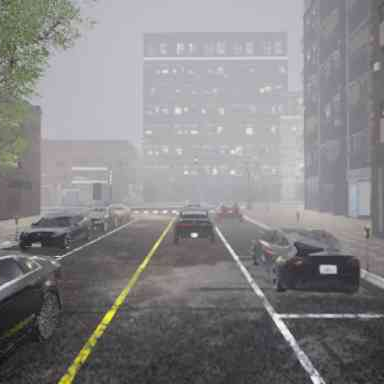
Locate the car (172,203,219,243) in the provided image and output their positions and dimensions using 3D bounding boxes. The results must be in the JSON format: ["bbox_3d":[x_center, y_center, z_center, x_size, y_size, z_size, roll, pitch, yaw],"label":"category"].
[{"bbox_3d":[0.102,1.510,16.050,1.837,1.490,4.892,0,0,0],"label":"car"}]

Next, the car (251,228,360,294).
[{"bbox_3d":[2.704,1.568,8.673,1.947,1.339,4.313,1,0,0],"label":"car"}]

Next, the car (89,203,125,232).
[{"bbox_3d":[-5.641,1.557,19.989,2.008,1.369,4.403,1,0,0],"label":"car"}]

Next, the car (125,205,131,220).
[{"bbox_3d":[-5.810,1.533,25.506,1.752,1.417,4.829,1,0,0],"label":"car"}]

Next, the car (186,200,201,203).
[{"bbox_3d":[0.122,1.500,30.628,2.128,1.511,4.902,0,0,0],"label":"car"}]

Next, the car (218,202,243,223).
[{"bbox_3d":[2.755,1.449,25.730,1.967,1.590,4.097,1,0,0],"label":"car"}]

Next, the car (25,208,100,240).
[{"bbox_3d":[-5.642,1.569,14.302,1.947,1.339,4.313,1,0,0],"label":"car"}]

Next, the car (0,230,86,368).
[{"bbox_3d":[-3.069,1.493,3.660,2.128,1.511,4.902,0,0,0],"label":"car"}]
